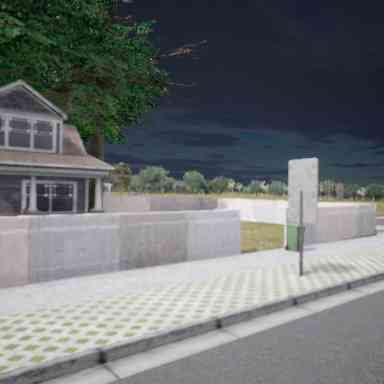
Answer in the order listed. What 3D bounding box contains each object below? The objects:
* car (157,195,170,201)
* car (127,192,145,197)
[{"bbox_3d":[-4.791,1.204,52.534,1.994,1.385,4.181,1,0,-35],"label":"car"},{"bbox_3d":[-10.270,0.866,60.016,2.097,1.767,4.553,1,0,-36],"label":"car"}]
